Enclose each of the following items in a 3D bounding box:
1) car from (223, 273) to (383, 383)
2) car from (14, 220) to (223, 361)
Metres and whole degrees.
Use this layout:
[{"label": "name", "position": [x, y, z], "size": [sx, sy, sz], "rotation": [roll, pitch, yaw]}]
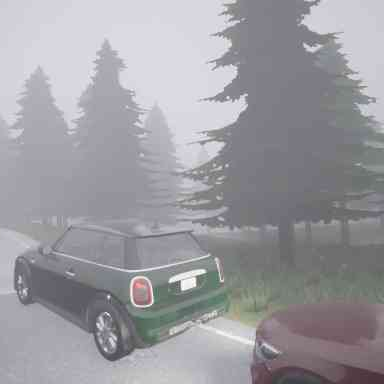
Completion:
[{"label": "car", "position": [2.749, 1.531, 2.595], "size": [4.674, 1.442, 1.812], "rotation": [1, 0, 36]}, {"label": "car", "position": [-1.577, 1.308, 6.219], "size": [4.553, 1.767, 2.097], "rotation": [1, 1, 44]}]
